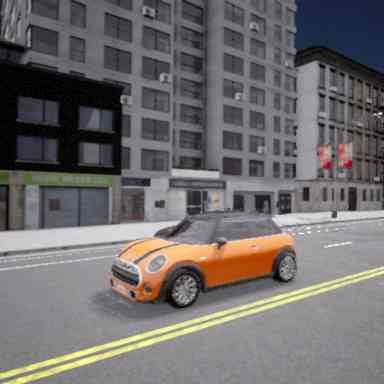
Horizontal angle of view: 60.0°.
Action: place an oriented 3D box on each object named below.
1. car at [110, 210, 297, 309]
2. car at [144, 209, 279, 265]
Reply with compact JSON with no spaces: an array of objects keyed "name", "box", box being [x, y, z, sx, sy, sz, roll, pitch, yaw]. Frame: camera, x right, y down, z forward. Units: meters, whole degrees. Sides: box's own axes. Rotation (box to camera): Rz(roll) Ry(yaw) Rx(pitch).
[{"name":"car","box":[0.408,1.334,7.970,4.553,1.767,2.097,0,0,-36]},{"name":"car","box":[0.867,1.477,12.293,4.892,1.490,1.837,0,0,-36]}]
